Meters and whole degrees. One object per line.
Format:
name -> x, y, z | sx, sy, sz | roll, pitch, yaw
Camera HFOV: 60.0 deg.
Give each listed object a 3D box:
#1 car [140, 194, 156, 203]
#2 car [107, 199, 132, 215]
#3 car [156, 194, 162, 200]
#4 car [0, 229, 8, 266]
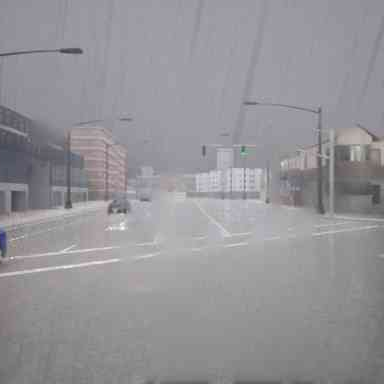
car -> -8.089, 1.106, 58.977 | 2.033, 1.411, 5.357 | 0, 1, -2
car -> -7.354, 1.506, 33.977 | 2.128, 1.511, 4.902 | 0, 1, -2
car -> -8.829, 1.309, 84.124 | 1.812, 1.442, 4.674 | 0, -1, -2
car -> -6.597, 1.510, 8.287 | 1.882, 1.535, 5.008 | 0, 0, -2
